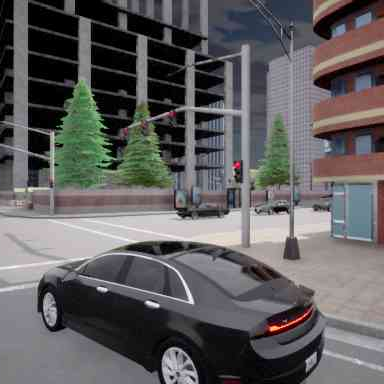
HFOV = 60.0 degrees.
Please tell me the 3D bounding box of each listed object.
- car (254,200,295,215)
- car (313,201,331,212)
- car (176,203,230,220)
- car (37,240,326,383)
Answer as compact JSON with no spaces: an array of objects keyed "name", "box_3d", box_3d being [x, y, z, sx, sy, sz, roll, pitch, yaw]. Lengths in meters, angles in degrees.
[{"name":"car","box_3d":[8.579,1.547,34.530,4.902,1.511,2.128,0,0,-35]},{"name":"car","box_3d":[16.675,1.407,40.284,4.553,1.767,2.097,0,0,-35]},{"name":"car","box_3d":[0.987,1.656,29.111,4.718,1.301,1.895,0,0,-36]},{"name":"car","box_3d":[-0.585,1.505,5.050,4.892,1.490,1.837,0,0,41]}]
